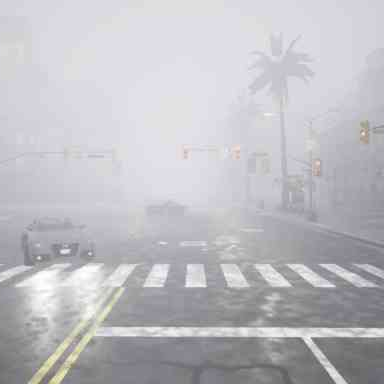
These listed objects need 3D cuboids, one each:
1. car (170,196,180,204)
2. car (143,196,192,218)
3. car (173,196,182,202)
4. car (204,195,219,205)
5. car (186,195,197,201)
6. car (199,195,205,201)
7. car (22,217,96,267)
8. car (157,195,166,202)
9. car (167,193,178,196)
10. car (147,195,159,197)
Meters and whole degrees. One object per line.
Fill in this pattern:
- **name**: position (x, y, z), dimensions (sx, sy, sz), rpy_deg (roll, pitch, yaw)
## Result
- **car**: position (-3.392, 1.526, 67.055), dimensions (1.812, 1.442, 4.674), rpy_deg (0, 0, 1)
- **car**: position (-2.298, 1.477, 30.896), dimensions (1.882, 1.535, 5.008), rpy_deg (1, 0, 31)
- **car**: position (-3.357, 1.595, 77.148), dimensions (1.895, 1.301, 4.718), rpy_deg (0, 0, 0)
- **car**: position (3.699, 1.491, 57.598), dimensions (2.128, 1.511, 4.902), rpy_deg (0, 0, 0)
- **car**: position (0.150, 1.540, 80.170), dimensions (2.033, 1.411, 5.357), rpy_deg (0, 0, 0)
- **car**: position (3.213, 1.478, 89.304), dimensions (1.882, 1.535, 5.008), rpy_deg (0, 0, -8)
- **car**: position (-4.709, 1.564, 11.526), dimensions (1.994, 1.385, 4.181), rpy_deg (0, 0, -30)
- **car**: position (-6.860, 1.524, 75.133), dimensions (1.812, 1.442, 4.674), rpy_deg (0, 0, 0)
- **car**: position (-3.421, 1.221, 57.546), dimensions (2.150, 2.045, 5.566), rpy_deg (0, 0, 1)
- **car**: position (-6.936, 1.352, 56.353), dimensions (2.097, 1.767, 4.553), rpy_deg (0, 0, 1)
